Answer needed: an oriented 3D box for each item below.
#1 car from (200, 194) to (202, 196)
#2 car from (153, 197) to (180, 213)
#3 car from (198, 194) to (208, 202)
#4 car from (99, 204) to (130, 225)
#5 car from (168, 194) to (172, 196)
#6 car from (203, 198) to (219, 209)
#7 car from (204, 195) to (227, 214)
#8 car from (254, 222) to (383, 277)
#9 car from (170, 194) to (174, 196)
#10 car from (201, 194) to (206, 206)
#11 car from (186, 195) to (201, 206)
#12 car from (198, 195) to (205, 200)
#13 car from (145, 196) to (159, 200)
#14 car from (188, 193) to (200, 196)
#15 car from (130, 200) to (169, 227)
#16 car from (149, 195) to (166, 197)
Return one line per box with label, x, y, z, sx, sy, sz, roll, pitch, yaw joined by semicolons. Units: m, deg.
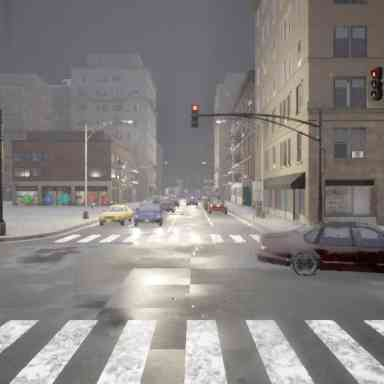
car;2.647;1.579;69.379;2.008;1.369;4.403;0;0;0
car;-2.816;1.562;37.451;2.033;1.411;5.357;0;0;0
car;2.649;1.349;80.702;2.192;1.841;5.009;0;0;0
car;-5.384;1.534;23.915;1.752;1.417;4.829;0;0;0
car;-5.379;1.608;63.719;1.802;1.307;4.206;0;0;0
car;2.644;1.584;46.731;1.947;1.339;4.313;0;0;0
car;2.643;1.454;35.407;1.967;1.590;4.097;0;0;0
car;4.498;1.573;9.430;5.357;1.411;2.033;0;0;13
car;-5.378;1.554;69.210;1.752;1.417;4.829;0;0;0
car;2.643;1.331;41.069;2.192;1.841;5.009;0;0;0
car;0.008;1.622;53.899;1.895;1.301;4.718;0;0;0
car;2.650;1.607;92.026;1.947;1.339;4.313;0;0;0
car;-5.382;1.567;41.071;2.008;1.369;4.403;0;0;0
car;0.009;1.248;64.201;2.150;2.045;5.566;0;0;0
car;-2.844;1.534;23.242;1.812;1.442;4.674;0;0;0
car;-5.381;1.334;46.733;2.192;1.841;5.009;0;0;0
